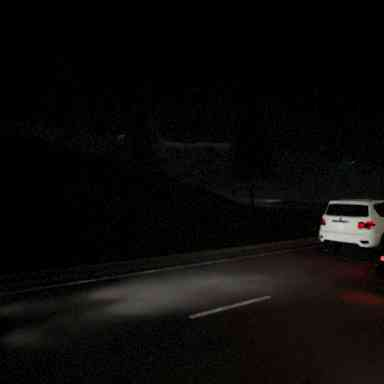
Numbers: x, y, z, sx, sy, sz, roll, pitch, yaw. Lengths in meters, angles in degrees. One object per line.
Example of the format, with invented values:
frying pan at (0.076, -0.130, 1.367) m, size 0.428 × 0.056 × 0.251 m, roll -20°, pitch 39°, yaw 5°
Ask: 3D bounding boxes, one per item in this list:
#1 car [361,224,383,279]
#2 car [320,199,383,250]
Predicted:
car at (6.803, 1.596, 8.592) m, size 5.357 × 1.411 × 2.033 m, roll 0°, pitch 0°, yaw -36°
car at (7.461, 1.288, 13.362) m, size 5.566 × 2.045 × 2.150 m, roll 0°, pitch 0°, yaw -35°
